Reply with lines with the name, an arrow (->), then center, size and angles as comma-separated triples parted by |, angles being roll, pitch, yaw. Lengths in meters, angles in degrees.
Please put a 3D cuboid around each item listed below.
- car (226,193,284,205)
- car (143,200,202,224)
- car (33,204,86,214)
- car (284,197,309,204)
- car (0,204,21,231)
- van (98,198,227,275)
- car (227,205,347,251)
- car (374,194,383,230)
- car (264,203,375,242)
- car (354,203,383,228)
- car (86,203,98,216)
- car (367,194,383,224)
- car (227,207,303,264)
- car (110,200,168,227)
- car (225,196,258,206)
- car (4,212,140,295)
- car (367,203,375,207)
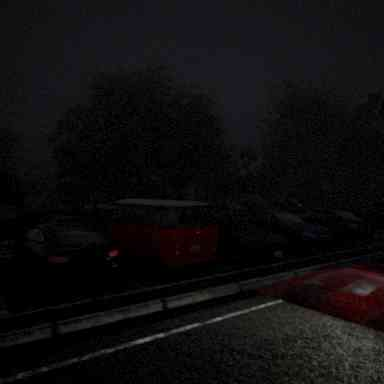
car -> 5.144, 1.163, 30.311 | 2.435, 2.045, 5.566 | 0, 0, -36
car -> -1.638, 1.431, 25.446 | 2.231, 1.521, 4.892 | 0, 0, -36
car -> -8.530, 1.471, 20.519 | 2.163, 1.488, 4.792 | 0, 0, -36
car -> 9.853, 1.265, 33.663 | 2.185, 1.767, 4.553 | 1, 0, -36
car -> -10.907, 1.445, 18.775 | 2.097, 1.535, 5.008 | 0, 0, -36
van -> -1.172, 1.216, 10.438 | 1.878, 1.987, 4.442 | 0, 0, -36
car -> 3.480, 1.474, 13.651 | 2.002, 1.452, 4.674 | 0, 0, -36
car -> 7.484, 1.151, 8.999 | 5.566, 2.045, 2.150 | 4, -2, -35
car -> 5.776, 1.471, 15.299 | 2.002, 1.452, 4.674 | 0, 0, -36
car -> 12.653, 1.454, 20.256 | 2.002, 1.452, 4.674 | 0, 0, -36
car -> -6.219, 1.437, 22.143 | 2.097, 1.535, 5.008 | 0, 0, -36
car -> 14.959, 1.155, 21.887 | 2.435, 2.045, 5.566 | 0, 0, -36
car -> 1.206, 1.468, 11.972 | 2.163, 1.488, 4.792 | 0, 0, -36
car -> -3.929, 1.434, 23.794 | 2.097, 1.535, 5.008 | 0, 0, -36
car -> 2.934, 1.421, 28.760 | 2.231, 1.521, 4.892 | 0, 0, -36
car -> -3.394, 1.485, 8.689 | 2.002, 1.452, 4.674 | 0, 0, -36
car -> 10.361, 1.421, 18.601 | 2.097, 1.535, 5.008 | 0, 0, -36
